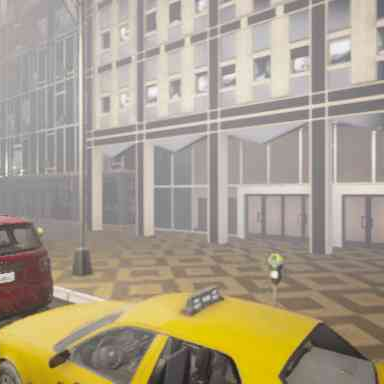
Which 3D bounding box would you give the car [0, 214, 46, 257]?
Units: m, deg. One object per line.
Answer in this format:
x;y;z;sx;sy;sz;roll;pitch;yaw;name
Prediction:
-4.626;1.322;6.174;5.009;1.841;2.192;0;0;36;car

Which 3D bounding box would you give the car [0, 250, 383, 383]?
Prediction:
-0.125;1.527;2.963;4.829;1.417;1.752;0;0;36;car
